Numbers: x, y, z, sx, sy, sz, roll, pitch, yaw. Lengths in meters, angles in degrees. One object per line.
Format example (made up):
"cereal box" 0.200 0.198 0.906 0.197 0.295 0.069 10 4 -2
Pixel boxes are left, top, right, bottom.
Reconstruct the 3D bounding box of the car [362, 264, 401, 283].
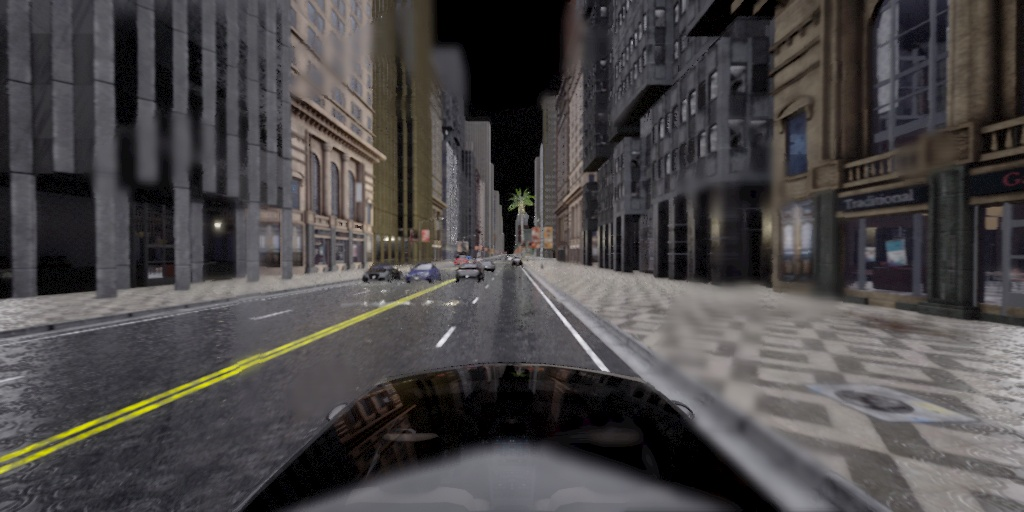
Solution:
"car" -9.851 1.305 27.572 1.994 1.385 4.181 0 0 0

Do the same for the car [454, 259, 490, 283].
"car" -3.158 1.232 27.781 2.128 1.511 4.902 0 0 0

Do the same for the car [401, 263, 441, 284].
"car" -6.602 1.267 27.130 1.812 1.442 4.674 0 0 0

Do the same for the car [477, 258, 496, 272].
"car" -3.161 1.281 46.106 1.994 1.385 4.181 0 0 0

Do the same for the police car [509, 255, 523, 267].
"police car" 0.960 1.108 64.323 1.930 1.638 5.238 0 0 0
